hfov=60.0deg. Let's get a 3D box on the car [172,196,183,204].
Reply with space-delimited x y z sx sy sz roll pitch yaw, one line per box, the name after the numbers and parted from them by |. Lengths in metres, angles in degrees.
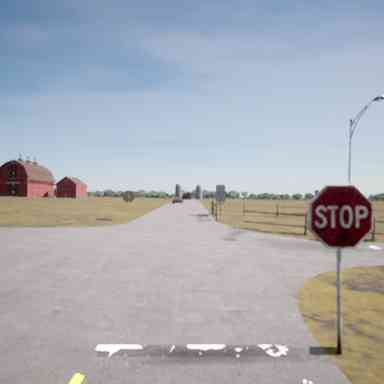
-2.775 1.569 65.513 1.994 1.385 4.181 0 0 0 | car
